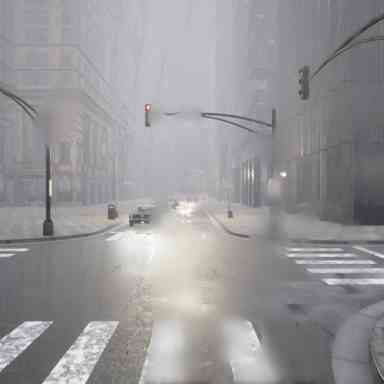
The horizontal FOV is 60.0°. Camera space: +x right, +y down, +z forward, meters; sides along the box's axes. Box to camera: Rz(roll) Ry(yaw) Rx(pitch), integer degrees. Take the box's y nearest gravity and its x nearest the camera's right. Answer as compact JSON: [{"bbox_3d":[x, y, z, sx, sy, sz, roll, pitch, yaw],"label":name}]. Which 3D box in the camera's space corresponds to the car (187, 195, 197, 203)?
[{"bbox_3d":[0.055,1.365,69.613,2.097,1.767,4.553,0,0,0],"label":"car"}]

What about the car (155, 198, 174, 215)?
[{"bbox_3d":[-3.115,1.564,33.082,1.994,1.385,4.181,0,0,0],"label":"car"}]

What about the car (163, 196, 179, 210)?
[{"bbox_3d":[-3.124,1.354,43.083,2.097,1.767,4.553,0,0,0],"label":"car"}]

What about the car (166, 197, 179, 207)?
[{"bbox_3d":[-3.086,1.531,53.125,1.812,1.442,4.674,0,0,0],"label":"car"}]

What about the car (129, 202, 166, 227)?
[{"bbox_3d":[-3.114,1.601,23.139,1.895,1.301,4.718,0,0,0],"label":"car"}]
